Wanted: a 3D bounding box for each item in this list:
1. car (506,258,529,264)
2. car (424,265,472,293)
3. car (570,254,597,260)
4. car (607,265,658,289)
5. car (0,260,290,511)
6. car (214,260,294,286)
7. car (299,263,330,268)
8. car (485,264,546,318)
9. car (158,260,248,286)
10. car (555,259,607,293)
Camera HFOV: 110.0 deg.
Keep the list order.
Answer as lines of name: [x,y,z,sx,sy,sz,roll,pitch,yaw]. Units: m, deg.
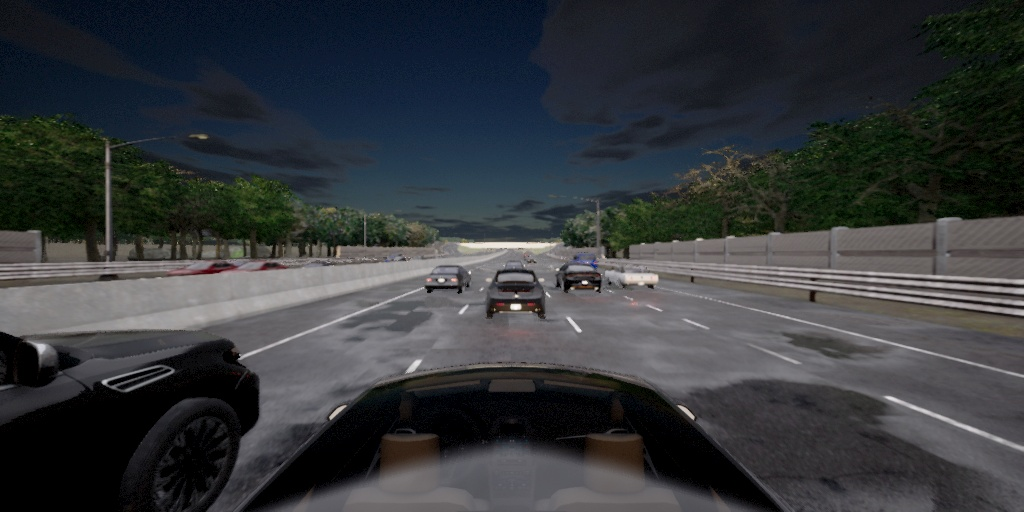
car: [0.196,1.122,31.952,2.033,1.411,5.357,0,0,0]
car: [-3.371,1.188,19.605,2.033,1.411,5.357,0,0,0]
car: [7.220,0.775,36.465,2.150,2.045,5.566,0,1,1]
car: [7.120,1.230,21.879,1.895,1.301,4.718,0,0,1]
car: [-3.399,0.977,0.913,2.150,2.045,5.566,0,0,0]
car: [-17.541,1.090,24.762,1.882,1.535,5.008,0,0,0]
car: [-14.036,1.172,25.589,1.994,1.385,4.181,0,0,0]
car: [0.114,1.186,12.636,1.837,1.490,4.892,0,0,0]
car: [-21.040,1.090,24.793,1.882,1.535,5.008,0,0,0]
car: [3.534,1.119,19.775,1.882,1.535,5.008,0,0,0]
